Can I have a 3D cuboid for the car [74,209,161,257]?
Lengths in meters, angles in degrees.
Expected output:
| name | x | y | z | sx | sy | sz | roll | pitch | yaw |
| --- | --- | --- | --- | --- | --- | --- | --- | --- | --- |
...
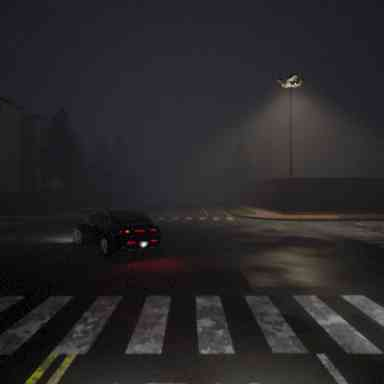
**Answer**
| name | x | y | z | sx | sy | sz | roll | pitch | yaw |
| --- | --- | --- | --- | --- | --- | --- | --- | --- | --- |
| car | -2.983 | 1.413 | 12.688 | 1.837 | 1.490 | 4.892 | 1 | 0 | -36 |
